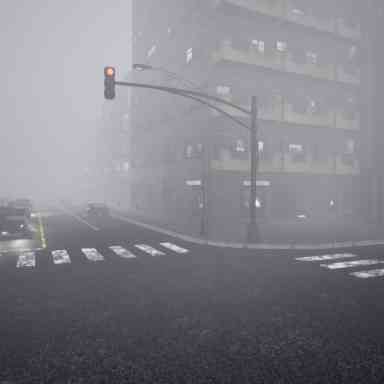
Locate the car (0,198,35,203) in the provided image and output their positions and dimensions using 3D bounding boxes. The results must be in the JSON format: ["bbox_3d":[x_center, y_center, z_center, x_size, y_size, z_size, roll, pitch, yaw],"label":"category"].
[{"bbox_3d":[-14.118,1.476,27.087,2.128,1.511,4.902,0,0,-25],"label":"car"}]

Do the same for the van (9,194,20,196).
[{"bbox_3d":[-32.330,1.311,59.657,1.690,1.788,3.998,-1,0,-25],"label":"van"}]

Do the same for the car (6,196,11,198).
[{"bbox_3d":[-22.709,1.524,39.186,1.887,1.381,4.507,-1,0,-25],"label":"car"}]

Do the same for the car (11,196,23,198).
[{"bbox_3d":[-18.388,1.485,36.347,1.837,1.490,4.892,0,0,-25],"label":"car"}]

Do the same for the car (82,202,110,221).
[{"bbox_3d":[-7.911,1.535,27.397,2.008,1.369,4.403,-1,0,-25],"label":"car"}]

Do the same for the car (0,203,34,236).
[{"bbox_3d":[-9.905,1.537,18.072,2.033,1.411,5.357,0,0,-25],"label":"car"}]

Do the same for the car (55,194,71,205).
[{"bbox_3d":[-22.339,1.410,58.104,1.967,1.590,4.097,-1,0,-25],"label":"car"}]
